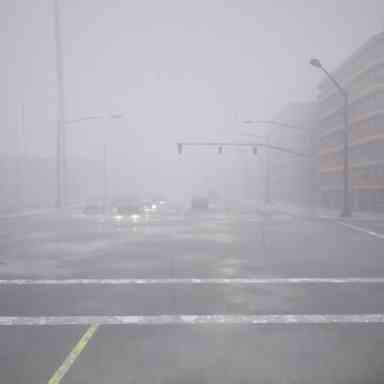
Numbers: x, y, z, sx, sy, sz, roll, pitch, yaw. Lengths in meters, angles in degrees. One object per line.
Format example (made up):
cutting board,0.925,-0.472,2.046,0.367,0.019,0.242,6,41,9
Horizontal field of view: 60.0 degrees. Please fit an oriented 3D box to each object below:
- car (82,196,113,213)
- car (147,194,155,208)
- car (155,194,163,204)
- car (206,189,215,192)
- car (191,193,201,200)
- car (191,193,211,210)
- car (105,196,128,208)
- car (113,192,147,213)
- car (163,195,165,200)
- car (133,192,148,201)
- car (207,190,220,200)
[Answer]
car,-9.833,1.224,34.806,2.097,1.767,4.553,0,1,0
car,-6.309,1.276,43.346,1.812,1.442,4.674,0,1,0
car,-6.276,1.078,52.627,2.128,1.511,4.902,0,1,0
car,4.387,0.423,75.867,2.150,2.045,5.566,0,1,0
car,0.870,0.942,66.606,1.895,1.301,4.718,0,1,1
car,0.884,1.282,39.323,1.882,1.535,5.008,0,1,0
car,-9.808,1.313,43.449,1.994,1.385,4.181,0,1,0
car,-6.335,1.225,34.463,2.097,1.767,4.553,0,1,0
car,-6.208,1.010,62.756,1.895,1.301,4.718,0,1,1
car,-9.702,0.894,63.144,2.128,1.511,4.902,0,1,1
car,4.457,0.918,65.884,1.994,1.385,4.181,0,1,0
